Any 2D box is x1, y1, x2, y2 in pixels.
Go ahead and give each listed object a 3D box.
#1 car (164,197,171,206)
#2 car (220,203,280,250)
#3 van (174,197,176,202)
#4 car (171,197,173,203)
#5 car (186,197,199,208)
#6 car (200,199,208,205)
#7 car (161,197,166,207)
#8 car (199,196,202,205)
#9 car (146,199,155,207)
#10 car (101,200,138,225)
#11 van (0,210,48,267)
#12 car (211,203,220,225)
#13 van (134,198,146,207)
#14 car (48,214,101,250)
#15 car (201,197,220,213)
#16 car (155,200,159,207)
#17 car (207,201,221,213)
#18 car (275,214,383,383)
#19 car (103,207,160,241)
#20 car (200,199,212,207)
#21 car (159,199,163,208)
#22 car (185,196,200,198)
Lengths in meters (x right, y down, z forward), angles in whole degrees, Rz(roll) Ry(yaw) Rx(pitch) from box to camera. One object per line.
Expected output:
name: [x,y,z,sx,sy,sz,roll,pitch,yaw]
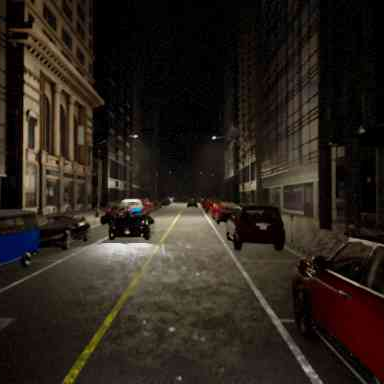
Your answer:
car: [-5.801,2.125,65.552,1.887,1.381,4.507,1,0,0]
car: [2.689,1.460,14.924,2.192,1.841,5.009,1,-1,0]
van: [-5.781,2.108,88.052,1.690,1.788,3.998,1,0,0]
car: [-5.793,1.941,71.179,2.192,1.841,5.009,1,0,0]
car: [0.044,2.083,58.085,1.994,1.385,4.181,0,0,0]
car: [2.733,2.256,76.790,1.802,1.307,4.206,1,0,0]
car: [-5.809,2.011,54.134,1.752,1.417,4.829,1,0,0]
car: [2.719,1.802,54.295,2.192,1.841,5.009,1,0,0]
car: [-5.820,1.658,37.432,2.192,1.841,5.009,1,0,0]
car: [-5.830,1.685,26.182,1.967,1.590,4.097,1,-1,0]
van: [-5.842,1.433,9.309,1.690,1.788,3.998,1,-1,0]
car: [2.695,1.828,26.171,1.802,1.307,4.206,1,-1,0]
van: [-5.824,1.635,31.807,1.690,1.788,3.998,1,-1,0]
car: [-5.840,1.695,14.932,2.008,1.369,4.403,1,-1,0]
car: [2.710,1.708,43.046,2.192,1.841,5.009,1,0,0]
car: [-5.818,1.942,43.054,2.008,1.369,4.403,1,0,0]
car: [2.699,1.840,31.796,1.887,1.381,4.507,1,-1,0]
car: [2.680,1.353,3.676,2.192,1.841,5.009,1,-1,0]
car: [-3.061,1.734,17.698,1.994,1.385,4.181,0,-1,0]
car: [2.725,2.131,65.541,2.008,1.369,4.403,1,0,0]
car: [-5.813,1.984,48.679,1.887,1.381,4.507,1,0,0]
car: [0.051,2.075,68.088,2.128,1.511,4.902,0,0,0]
